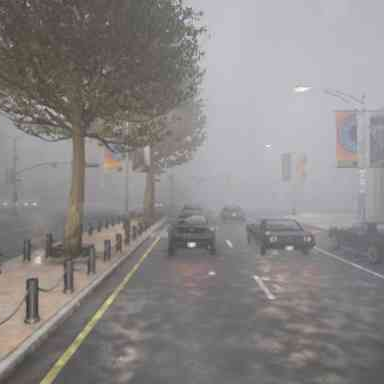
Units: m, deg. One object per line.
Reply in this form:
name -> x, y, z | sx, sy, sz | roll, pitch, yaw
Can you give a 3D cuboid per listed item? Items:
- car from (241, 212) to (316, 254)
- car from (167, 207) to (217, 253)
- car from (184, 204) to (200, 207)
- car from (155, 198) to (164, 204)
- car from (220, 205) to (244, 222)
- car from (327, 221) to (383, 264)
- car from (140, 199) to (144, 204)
car -> 3.497, 1.735, 14.112 | 1.895, 1.301, 4.718 | 0, -1, 0
car -> -0.001, 1.643, 14.311 | 1.837, 1.490, 4.892 | 0, 0, 0
car -> -0.004, 1.769, 29.293 | 2.128, 1.511, 4.902 | 0, 0, 0
car -> -8.028, 2.288, 81.344 | 2.128, 1.511, 4.902 | 0, -1, 0
car -> 3.523, 1.841, 29.306 | 1.994, 1.385, 4.181 | 0, 0, 1
car -> 6.745, 1.711, 12.173 | 1.895, 1.301, 4.718 | 0, -1, 0
car -> -11.528, 2.316, 81.330 | 1.994, 1.385, 4.181 | 0, -1, 0
